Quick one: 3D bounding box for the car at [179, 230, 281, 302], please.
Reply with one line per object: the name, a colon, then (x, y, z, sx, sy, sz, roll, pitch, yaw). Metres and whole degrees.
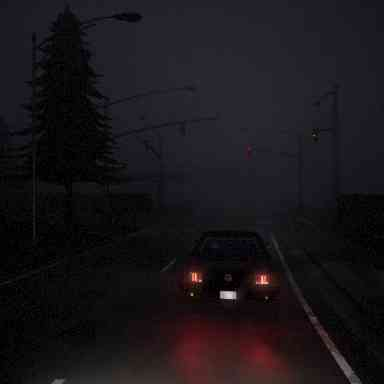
car: (0.979, 1.601, 8.289, 1.895, 1.301, 4.718, 0, 0, 8)

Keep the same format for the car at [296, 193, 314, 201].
car: (27.233, 1.077, 79.946, 3.866, 1.878, 1.905, 0, 0, 10)

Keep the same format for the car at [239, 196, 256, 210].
car: (7.177, 1.352, 43.231, 2.097, 1.767, 4.553, 0, 0, 10)

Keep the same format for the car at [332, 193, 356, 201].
car: (34.415, 1.097, 75.350, 4.605, 1.855, 1.932, 0, 0, 10)

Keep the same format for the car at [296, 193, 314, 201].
car: (26.057, 1.361, 76.777, 3.806, 1.475, 1.970, 0, 0, 10)

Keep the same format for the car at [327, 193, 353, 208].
car: (20.189, 1.330, 43.026, 5.027, 1.636, 2.152, 0, 0, 10)
